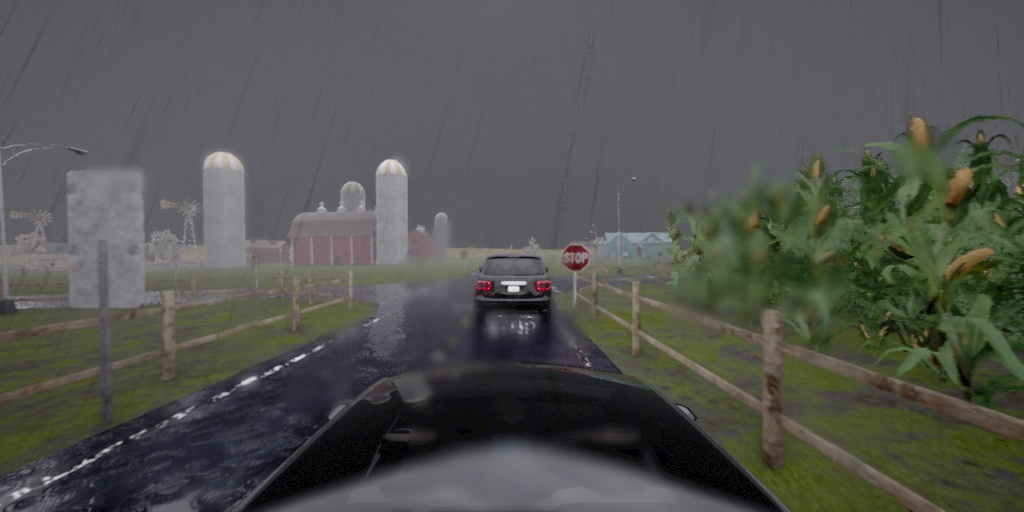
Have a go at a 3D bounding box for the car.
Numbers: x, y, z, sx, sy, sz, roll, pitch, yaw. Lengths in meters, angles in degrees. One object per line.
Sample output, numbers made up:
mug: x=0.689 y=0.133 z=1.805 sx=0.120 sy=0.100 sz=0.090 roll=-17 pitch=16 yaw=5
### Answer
car: x=0.062 y=0.928 z=11.844 sx=2.150 sy=2.045 sz=5.566 roll=0 pitch=0 yaw=0
